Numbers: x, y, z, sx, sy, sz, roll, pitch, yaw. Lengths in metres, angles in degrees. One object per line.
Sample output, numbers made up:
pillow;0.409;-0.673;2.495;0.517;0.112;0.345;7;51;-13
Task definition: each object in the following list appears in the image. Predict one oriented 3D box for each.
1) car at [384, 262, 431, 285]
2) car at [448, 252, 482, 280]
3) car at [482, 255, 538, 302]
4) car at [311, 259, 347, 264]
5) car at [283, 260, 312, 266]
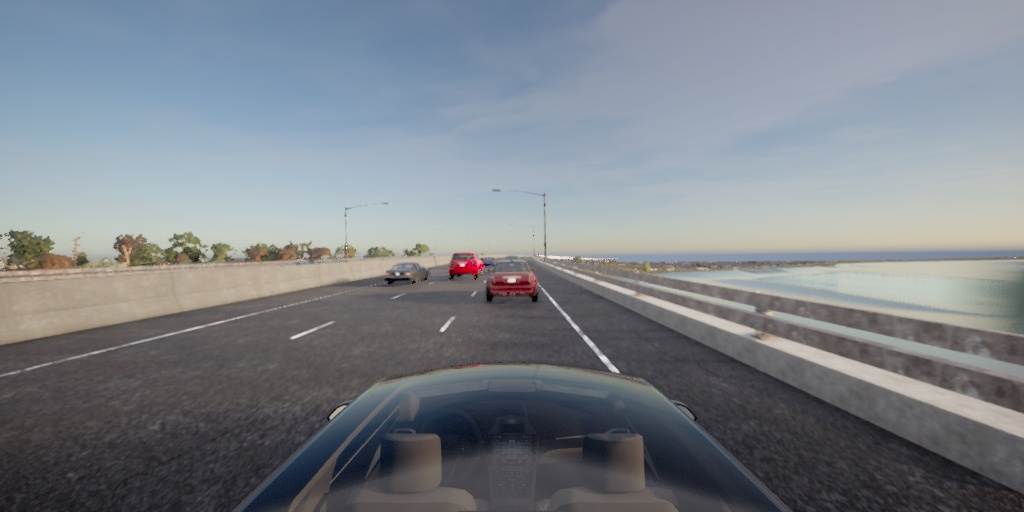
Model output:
car;-7.007;1.129;24.461;2.033;1.411;5.357;-1;1;0
car;-3.507;0.718;28.166;2.150;2.045;5.566;-1;1;0
car;-0.007;0.936;16.003;2.097;1.767;4.553;-1;1;0
car;-17.638;1.125;35.891;1.812;1.442;4.674;-1;1;1
car;-21.122;1.119;37.581;2.128;1.511;4.902;-1;1;1
